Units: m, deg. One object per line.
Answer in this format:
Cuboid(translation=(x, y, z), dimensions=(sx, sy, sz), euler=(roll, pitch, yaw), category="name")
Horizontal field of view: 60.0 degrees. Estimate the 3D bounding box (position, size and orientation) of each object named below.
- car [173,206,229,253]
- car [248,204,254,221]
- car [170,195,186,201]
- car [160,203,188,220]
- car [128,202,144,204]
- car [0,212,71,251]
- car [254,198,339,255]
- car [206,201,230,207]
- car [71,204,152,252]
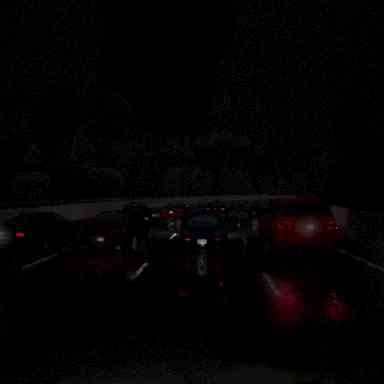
Cuboid(translation=(0.526, 1.533, 13.655), dimensions=(1.812, 1.442, 4.674), euler=(0, 0, 4), category="car")
Cuboid(translation=(5.576, 1.616, 27.143), dimensions=(1.895, 1.301, 4.718), euler=(0, 0, 9), category="car")
Cuboid(translation=(-3.476, 1.436, 83.097), dimensions=(1.882, 1.535, 5.008), euler=(0, 0, 23), category="car")
Cuboid(translation=(-1.350, 1.572, 28.163), dimensions=(1.994, 1.385, 4.181), euler=(0, 0, 9), category="car")
Cuboid(translation=(-4.810, 1.572, 28.688), dimensions=(1.994, 1.385, 4.181), euler=(0, 0, 9), category="car")
Cuboid(translation=(-6.454, 1.563, 14.180), dimensions=(2.033, 1.411, 5.357), euler=(0, 0, 4), category="car")
Cuboid(translation=(4.019, 1.258, 13.422), dimensions=(2.150, 2.045, 5.566), euler=(0, 0, 4), category="car")
Cuboid(translation=(2.111, 1.495, 27.638), dimensions=(2.128, 1.511, 4.902), euler=(0, 0, 9), category="car")
Cuboid(translation=(-2.964, 1.485, 13.918), dimensions=(1.882, 1.535, 5.008), euler=(0, 0, 4), category="car")
